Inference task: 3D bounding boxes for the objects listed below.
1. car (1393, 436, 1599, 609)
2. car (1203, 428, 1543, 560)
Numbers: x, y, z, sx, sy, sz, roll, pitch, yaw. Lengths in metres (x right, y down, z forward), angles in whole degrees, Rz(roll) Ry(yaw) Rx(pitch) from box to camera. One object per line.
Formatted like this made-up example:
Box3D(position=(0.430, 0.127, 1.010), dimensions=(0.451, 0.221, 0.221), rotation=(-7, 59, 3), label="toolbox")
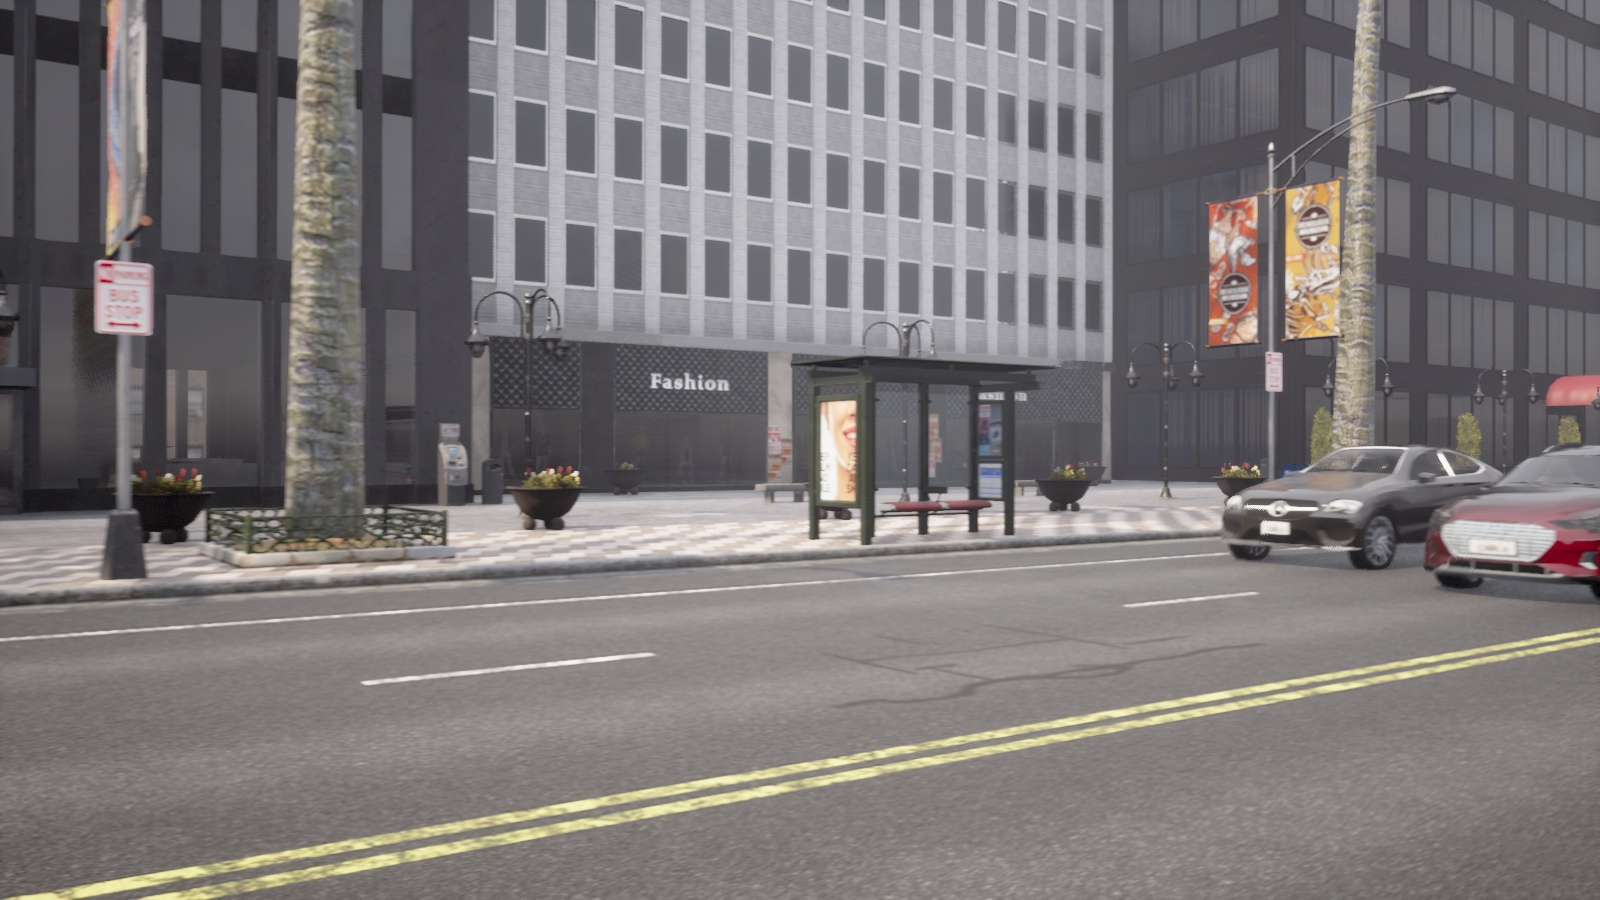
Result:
Box3D(position=(9.020, 0.691, 14.203), dimensions=(4.856, 1.649, 2.033), rotation=(0, 0, -35), label="car")
Box3D(position=(8.260, 0.550, 17.942), dimensions=(5.027, 1.651, 2.152), rotation=(0, 0, -35), label="car")
